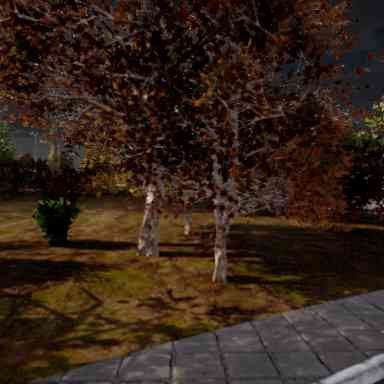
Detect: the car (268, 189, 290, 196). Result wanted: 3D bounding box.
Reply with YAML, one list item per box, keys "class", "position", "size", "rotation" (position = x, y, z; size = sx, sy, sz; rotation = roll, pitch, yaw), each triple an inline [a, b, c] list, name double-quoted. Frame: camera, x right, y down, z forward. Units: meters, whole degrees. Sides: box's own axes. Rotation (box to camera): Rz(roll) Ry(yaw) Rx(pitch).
- class: "car"
  position: [11.207, -0.079, 41.750]
  size: [2.163, 1.488, 4.792]
  rotation: [5, 3, 38]

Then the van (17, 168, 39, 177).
- class: "van"
  position: [-40.918, -4.914, 82.952]
  size: [1.878, 1.987, 4.442]
  rotation: [5, 3, 38]

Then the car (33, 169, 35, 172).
- class: "car"
  position: [-36.519, -4.324, 79.608]
  size: [2.097, 1.535, 5.008]
  rotation: [5, 3, 38]

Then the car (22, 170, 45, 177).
- class: "car"
  position: [-38.686, -4.466, 81.336]
  size: [2.002, 1.452, 4.674]
  rotation: [5, 3, 38]
